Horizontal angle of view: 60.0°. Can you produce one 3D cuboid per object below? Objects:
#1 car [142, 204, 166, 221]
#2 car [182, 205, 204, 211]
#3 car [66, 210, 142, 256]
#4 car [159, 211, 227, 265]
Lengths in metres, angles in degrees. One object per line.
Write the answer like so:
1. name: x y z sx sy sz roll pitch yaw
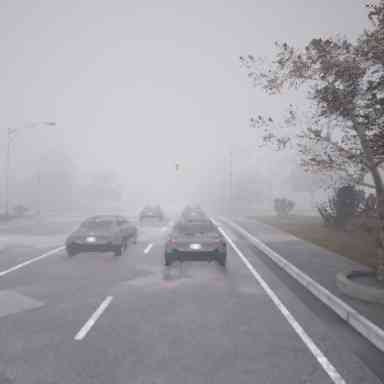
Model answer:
1. car: -3.394 1.766 29.070 1.994 1.385 4.181 0 -2 0
2. car: 0.106 1.740 28.019 1.994 1.385 4.181 0 -1 0
3. car: -3.398 1.573 13.211 1.994 1.385 4.181 0 0 0
4. car: 0.102 1.572 11.778 1.994 1.385 4.181 0 0 0
